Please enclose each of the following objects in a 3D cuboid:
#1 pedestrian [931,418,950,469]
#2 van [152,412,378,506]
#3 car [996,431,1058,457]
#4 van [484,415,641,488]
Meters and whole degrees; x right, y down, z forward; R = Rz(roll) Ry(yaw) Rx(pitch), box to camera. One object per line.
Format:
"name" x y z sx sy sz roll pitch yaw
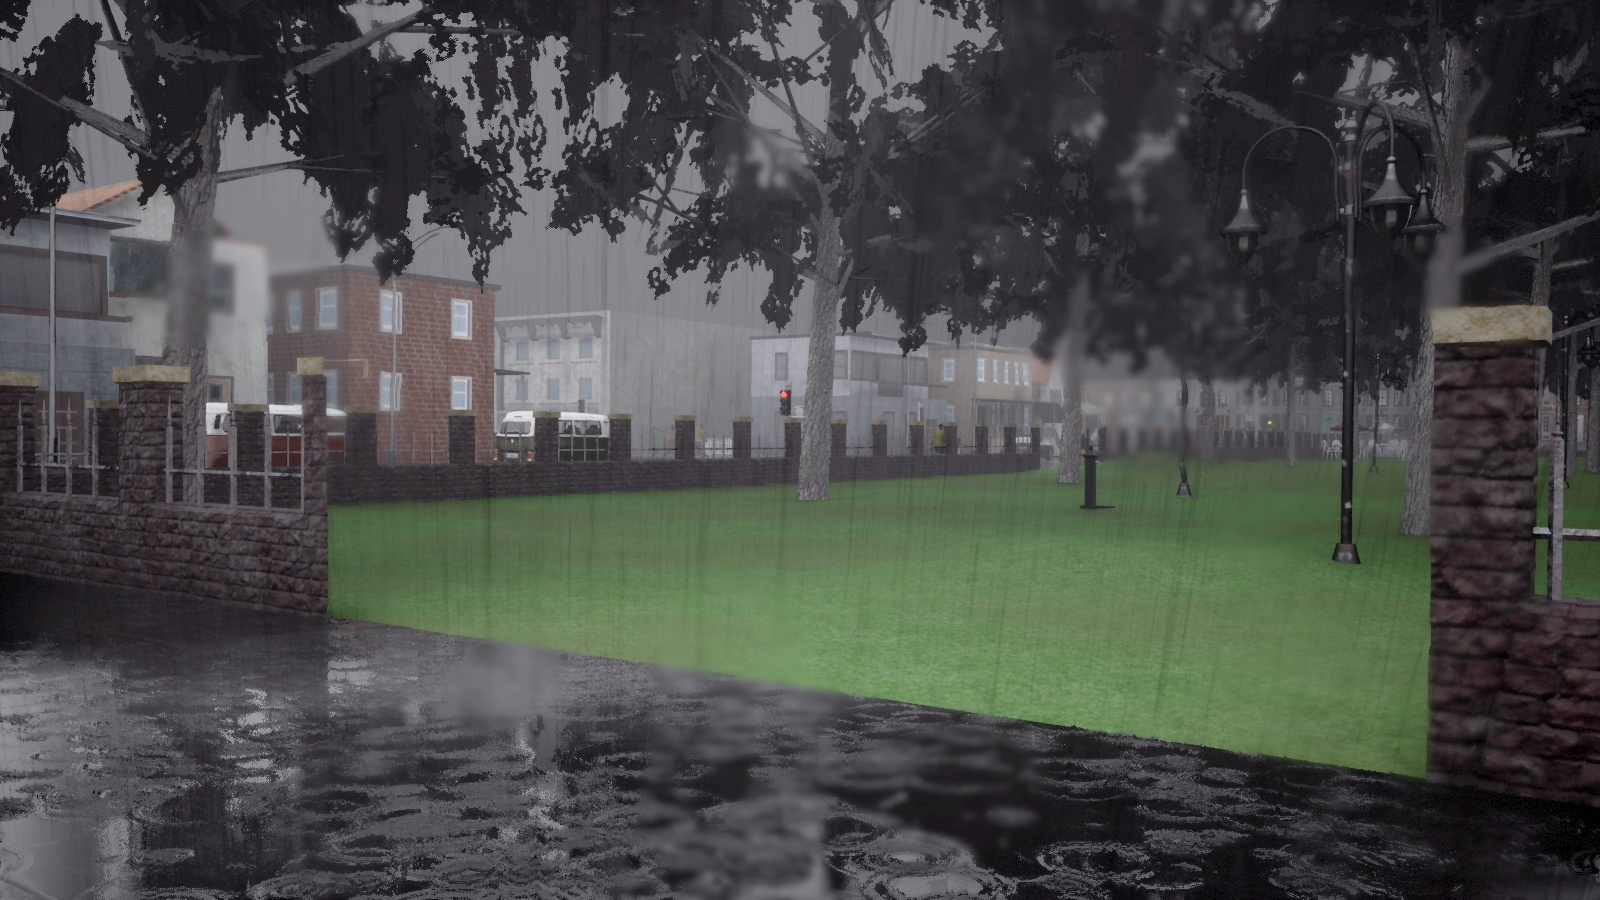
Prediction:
"pedestrian" 5.107 -0.228 45.588 0.354 1.836 0.706 0 1 35
"van" -12.479 0.164 29.562 2.069 2.038 4.480 0 1 33
"car" 13.397 -0.373 73.902 1.812 1.442 4.674 0 1 35
"van" -7.002 0.007 37.457 2.069 2.038 4.480 0 1 33
